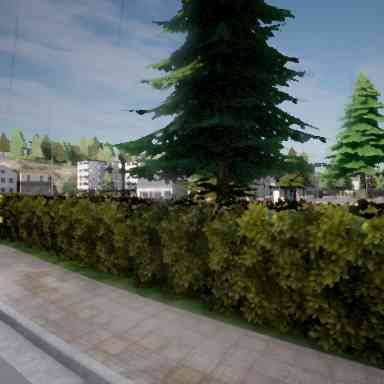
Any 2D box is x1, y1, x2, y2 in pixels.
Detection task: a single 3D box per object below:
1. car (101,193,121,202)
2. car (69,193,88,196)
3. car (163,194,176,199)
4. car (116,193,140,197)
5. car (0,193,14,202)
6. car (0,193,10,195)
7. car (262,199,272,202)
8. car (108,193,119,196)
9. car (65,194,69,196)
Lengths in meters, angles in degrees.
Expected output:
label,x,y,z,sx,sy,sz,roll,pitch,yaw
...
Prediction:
label,x,y,z,sx,sy,sz,roll,pitch,yaw
car,-17.533,1.073,72.131,3.866,1.878,1.905,0,0,-45
car,-26.486,1.148,81.271,5.027,1.636,2.152,0,0,-45
car,-2.229,1.220,37.447,5.566,2.045,2.150,0,0,-45
car,-9.685,1.381,53.909,3.806,1.475,1.970,0,0,-45
car,-41.101,1.092,71.348,4.605,1.855,1.932,0,0,-45
car,-23.122,1.327,40.952,5.027,1.636,2.152,0,0,-45
car,9.908,1.476,44.353,5.008,1.535,1.882,0,0,-45
car,-15.205,1.093,70.344,4.605,1.855,1.932,0,0,-45
car,-31.208,1.226,85.629,3.806,1.475,1.970,0,0,-45
